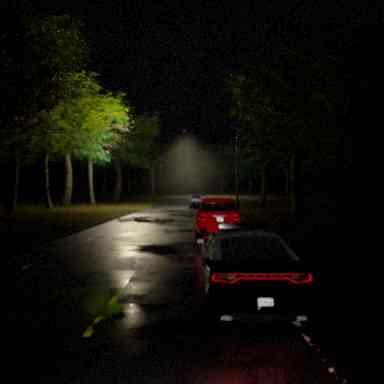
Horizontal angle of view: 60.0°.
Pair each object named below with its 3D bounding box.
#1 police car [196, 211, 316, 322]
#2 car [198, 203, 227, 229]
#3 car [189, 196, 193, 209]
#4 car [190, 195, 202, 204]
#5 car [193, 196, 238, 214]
[{"bbox_3d":[1.146,1.476,7.622,1.930,1.638,5.238,0,0,1],"label":"police car"},{"bbox_3d":[1.335,1.585,23.510,1.837,1.490,4.892,0,0,1],"label":"car"},{"bbox_3d":[0.577,1.547,45.298,2.033,1.411,5.357,0,1,1],"label":"car"},{"bbox_3d":[0.708,1.337,59.002,2.033,1.411,5.357,0,1,1],"label":"car"},{"bbox_3d":[1.264,1.305,17.539,2.150,2.045,5.566,0,0,1],"label":"car"}]
